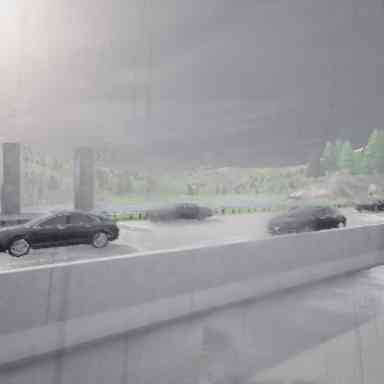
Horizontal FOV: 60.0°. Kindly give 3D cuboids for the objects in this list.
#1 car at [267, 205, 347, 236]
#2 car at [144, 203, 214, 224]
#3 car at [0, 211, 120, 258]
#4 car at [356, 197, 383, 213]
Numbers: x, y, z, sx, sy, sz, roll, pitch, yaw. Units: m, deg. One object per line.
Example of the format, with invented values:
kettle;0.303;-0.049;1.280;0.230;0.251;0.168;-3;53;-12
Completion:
car;5.874;1.455;16.794;4.892;1.490;1.837;0;0;-35
car;-0.866;1.529;24.884;5.357;1.411;2.033;0;0;-35
car;-5.298;1.528;13.115;4.892;1.490;1.837;0;0;-35
car;19.162;1.323;34.875;5.008;1.535;1.882;0;0;-35
